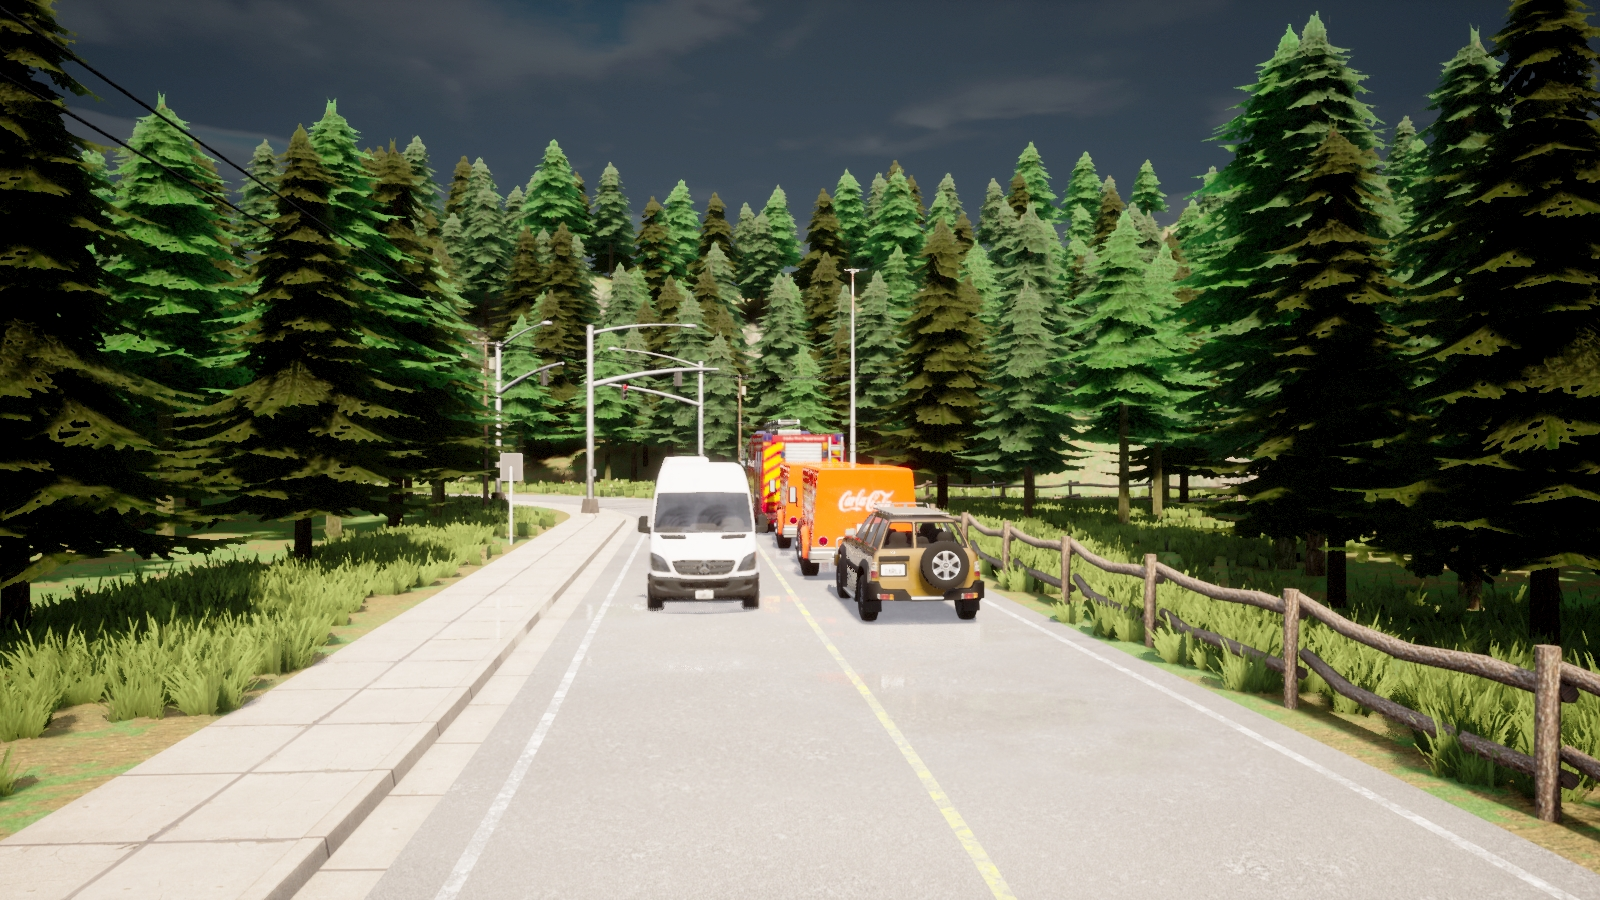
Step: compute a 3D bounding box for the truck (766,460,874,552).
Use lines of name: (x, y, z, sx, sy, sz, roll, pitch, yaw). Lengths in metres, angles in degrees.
truck: (0.486, 1.541, 33.943, 2.627, 2.467, 5.204, 0, 0, -6)

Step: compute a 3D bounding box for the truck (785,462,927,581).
truck: (1.162, 1.541, 26.858, 2.627, 2.467, 5.204, 0, 0, -5)

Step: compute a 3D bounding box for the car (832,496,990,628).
car: (1.810, 1.837, 20.127, 1.932, 1.855, 4.605, 0, 0, -5)

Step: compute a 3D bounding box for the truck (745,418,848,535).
truck: (-0.322, 0.864, 41.724, 2.891, 3.827, 8.468, 0, 0, -6)

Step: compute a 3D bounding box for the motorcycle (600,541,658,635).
motorcycle: (-2.728, 2.178, 18.439, 0.867, 1.251, 2.209, 0, 0, -7)

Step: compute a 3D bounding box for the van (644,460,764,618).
van: (-1.883, 1.507, 22.003, 1.988, 2.561, 5.915, 0, 0, -6)
